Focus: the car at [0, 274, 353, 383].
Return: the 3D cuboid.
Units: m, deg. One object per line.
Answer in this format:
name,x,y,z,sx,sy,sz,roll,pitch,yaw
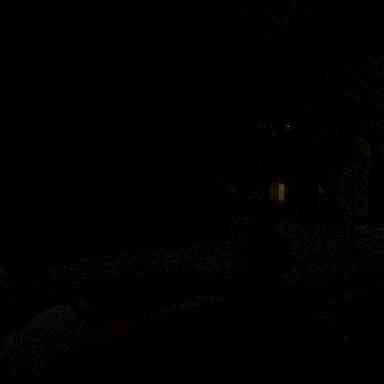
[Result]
car,-0.537,1.526,2.666,4.674,1.442,1.812,0,0,-36
